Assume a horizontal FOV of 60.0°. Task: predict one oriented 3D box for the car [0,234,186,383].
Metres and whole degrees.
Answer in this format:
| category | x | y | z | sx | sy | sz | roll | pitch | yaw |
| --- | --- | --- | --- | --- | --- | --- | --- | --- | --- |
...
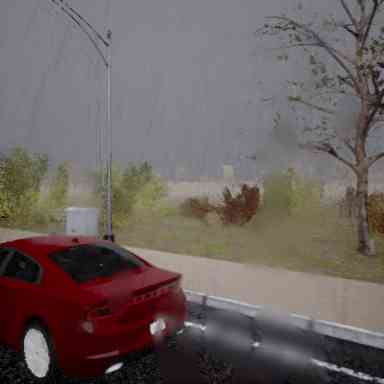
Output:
| category | x | y | z | sx | sy | sz | roll | pitch | yaw |
| --- | --- | --- | --- | --- | --- | --- | --- | --- | --- |
| car | -2.417 | 1.446 | 5.456 | 5.008 | 1.535 | 1.882 | 1 | 0 | 36 |
